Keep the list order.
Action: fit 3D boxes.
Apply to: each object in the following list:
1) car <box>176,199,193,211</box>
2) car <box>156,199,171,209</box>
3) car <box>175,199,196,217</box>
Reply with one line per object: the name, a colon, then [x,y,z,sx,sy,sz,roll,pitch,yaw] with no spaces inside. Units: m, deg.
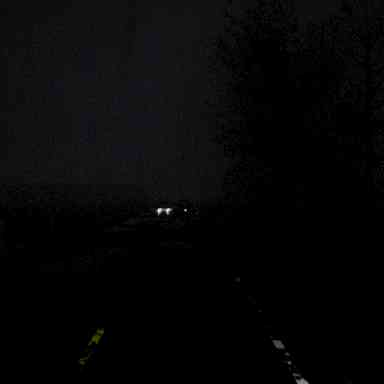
car: [-0.964,1.612,43.550,2.033,1.411,5.357,0,0,-1]
car: [-4.013,1.635,47.604,1.994,1.385,4.181,0,0,-1]
car: [-0.667,1.611,32.018,1.994,1.385,4.181,0,0,-2]
